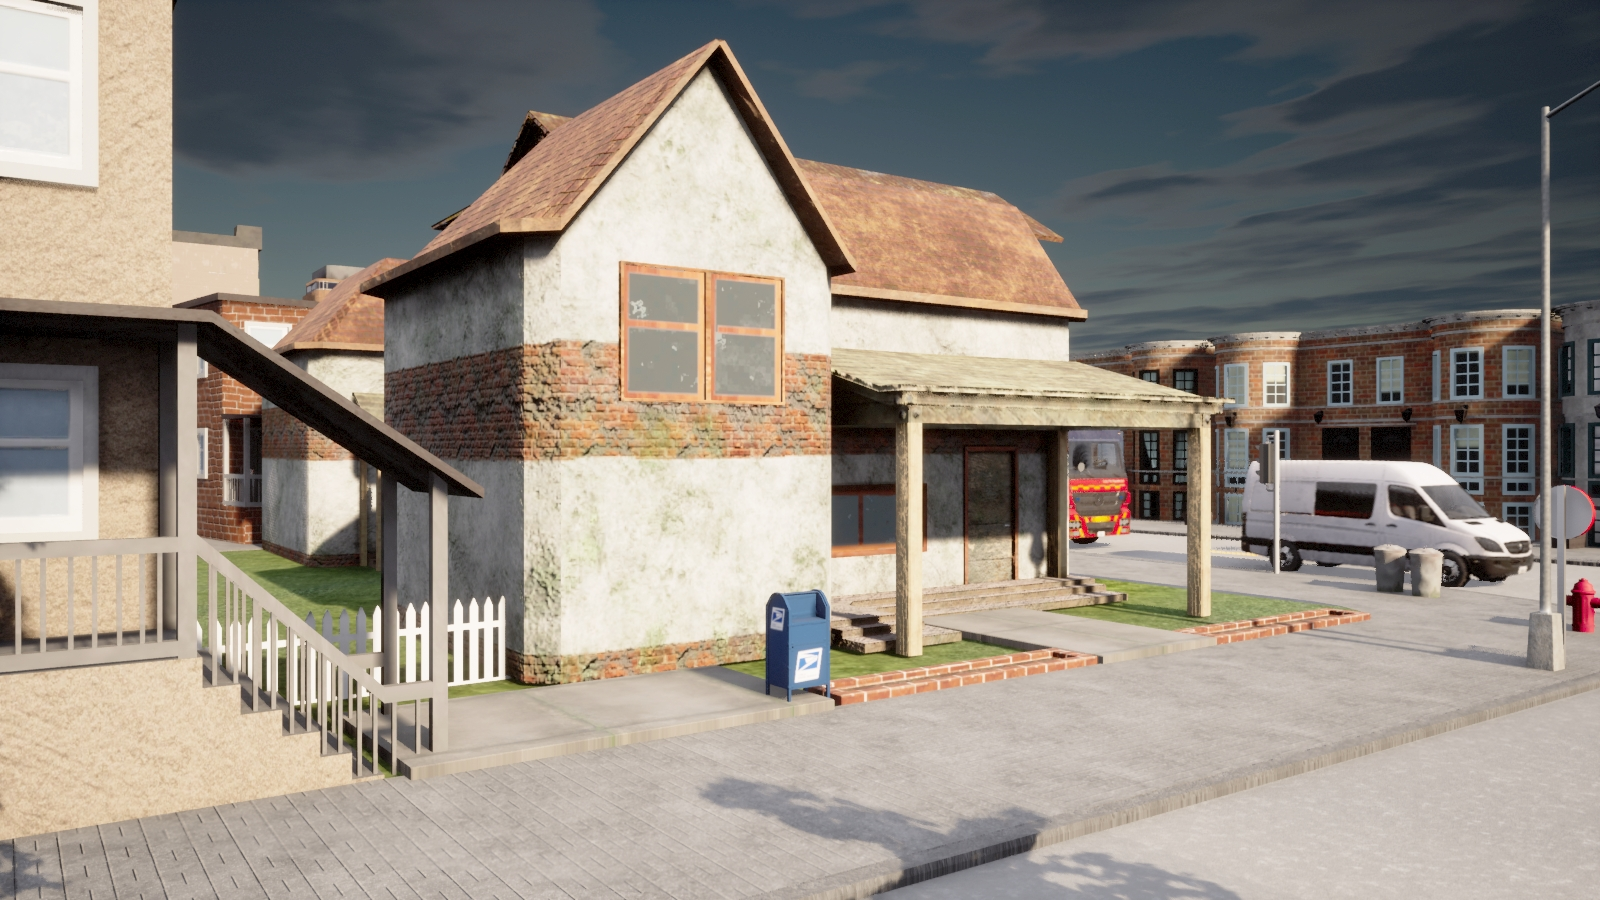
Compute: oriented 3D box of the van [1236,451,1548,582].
[{"bbox_3d":[12.865,1.304,25.323,1.988,2.561,5.915,0,0,-34],"label":"van"}]
